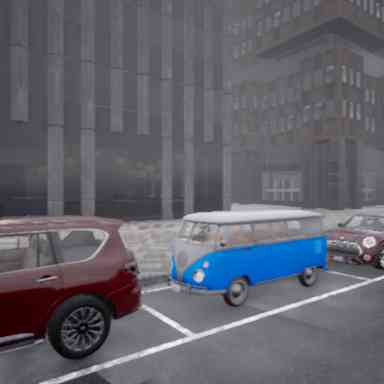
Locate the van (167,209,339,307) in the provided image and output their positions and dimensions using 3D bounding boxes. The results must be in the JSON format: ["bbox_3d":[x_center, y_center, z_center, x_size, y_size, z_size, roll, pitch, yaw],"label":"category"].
[{"bbox_3d":[1.401,1.321,7.645,3.998,1.788,1.690,0,0,-35],"label":"van"}]

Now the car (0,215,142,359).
[{"bbox_3d":[-3.098,1.315,4.436,5.009,1.841,2.192,0,0,-35],"label":"car"}]

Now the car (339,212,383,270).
[{"bbox_3d":[5.899,1.400,10.853,4.097,1.590,1.967,0,0,-35],"label":"car"}]
